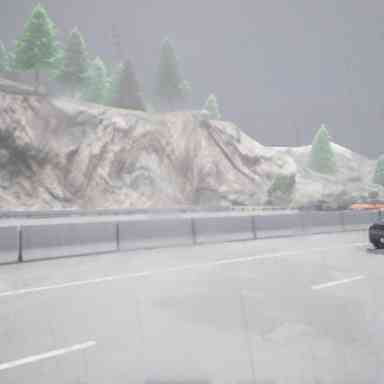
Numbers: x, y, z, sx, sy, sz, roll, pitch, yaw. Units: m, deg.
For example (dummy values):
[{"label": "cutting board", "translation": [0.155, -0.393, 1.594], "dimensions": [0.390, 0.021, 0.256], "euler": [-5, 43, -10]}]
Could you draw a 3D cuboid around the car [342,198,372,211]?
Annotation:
[{"label": "car", "translation": [17.954, 1.513, 33.630], "dimensions": [4.553, 1.767, 2.097], "euler": [0, 0, -23]}]

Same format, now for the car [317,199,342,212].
[{"label": "car", "translation": [16.638, 1.533, 36.874], "dimensions": [4.553, 1.767, 2.097], "euler": [0, 0, -23]}]

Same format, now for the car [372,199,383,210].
[{"label": "car", "translation": [19.247, 1.505, 30.375], "dimensions": [4.553, 1.767, 2.097], "euler": [0, 0, -23]}]

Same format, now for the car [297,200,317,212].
[{"label": "car", "translation": [14.931, 1.688, 39.947], "dimensions": [4.892, 1.490, 1.837], "euler": [1, 0, -23]}]

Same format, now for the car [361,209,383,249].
[{"label": "car", "translation": [9.263, 1.576, 13.559], "dimensions": [4.892, 1.490, 1.837], "euler": [0, 0, -30]}]
